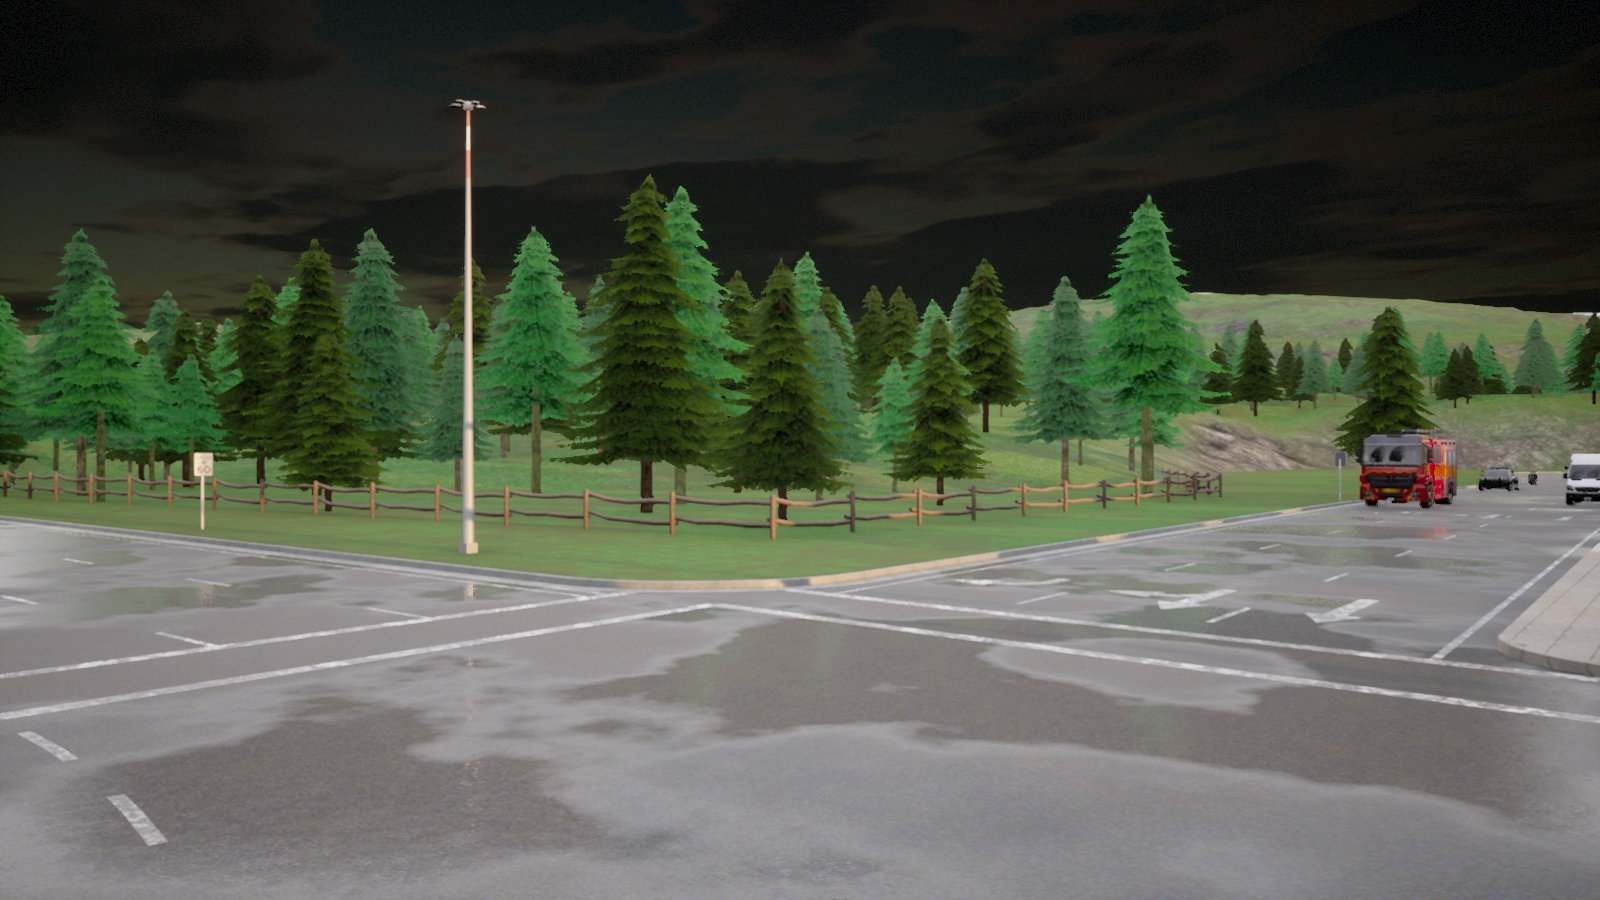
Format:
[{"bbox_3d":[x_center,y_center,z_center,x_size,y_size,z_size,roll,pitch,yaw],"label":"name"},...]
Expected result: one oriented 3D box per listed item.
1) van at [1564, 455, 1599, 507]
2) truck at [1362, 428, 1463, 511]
[{"bbox_3d":[40.793,1.540,58.713,1.988,2.561,5.915,0,0,40],"label":"van"},{"bbox_3d":[30.722,0.898,57.094,2.891,3.827,8.468,0,0,39],"label":"truck"}]
